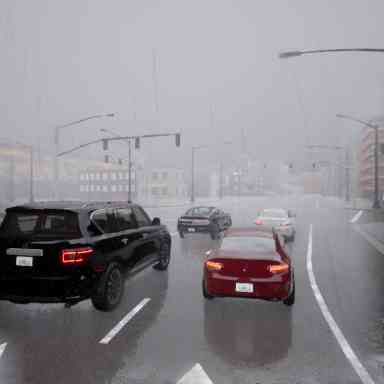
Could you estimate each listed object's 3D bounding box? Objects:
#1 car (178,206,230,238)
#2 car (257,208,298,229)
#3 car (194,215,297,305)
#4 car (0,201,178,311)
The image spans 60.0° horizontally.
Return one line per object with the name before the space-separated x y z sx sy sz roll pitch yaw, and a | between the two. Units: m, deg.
car | 0.784 1.491 17.289 2.128 1.511 4.902 0 0 19
car | 4.191 1.526 16.557 1.812 1.442 4.674 0 0 20
car | 1.452 1.526 8.124 1.812 1.442 4.674 0 0 13
car | -2.161 1.221 8.039 2.150 2.045 5.566 0 0 12
